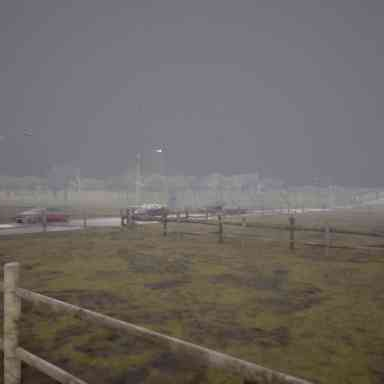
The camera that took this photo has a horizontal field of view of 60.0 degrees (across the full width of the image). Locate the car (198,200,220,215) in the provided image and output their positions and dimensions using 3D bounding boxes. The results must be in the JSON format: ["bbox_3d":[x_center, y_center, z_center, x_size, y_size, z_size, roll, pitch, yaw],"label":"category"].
[{"bbox_3d":[3.101,2.120,47.343,2.150,2.045,5.566,1,-1,35],"label":"car"}]

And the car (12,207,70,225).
[{"bbox_3d":[-11.801,1.852,26.255,1.994,1.385,4.181,1,-1,35],"label":"car"}]

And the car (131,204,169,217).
[{"bbox_3d":[-4.578,2.059,36.499,2.128,1.511,4.902,1,-1,35],"label":"car"}]

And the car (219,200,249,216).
[{"bbox_3d":[6.269,2.333,46.783,2.097,1.767,4.553,1,-1,35],"label":"car"}]
